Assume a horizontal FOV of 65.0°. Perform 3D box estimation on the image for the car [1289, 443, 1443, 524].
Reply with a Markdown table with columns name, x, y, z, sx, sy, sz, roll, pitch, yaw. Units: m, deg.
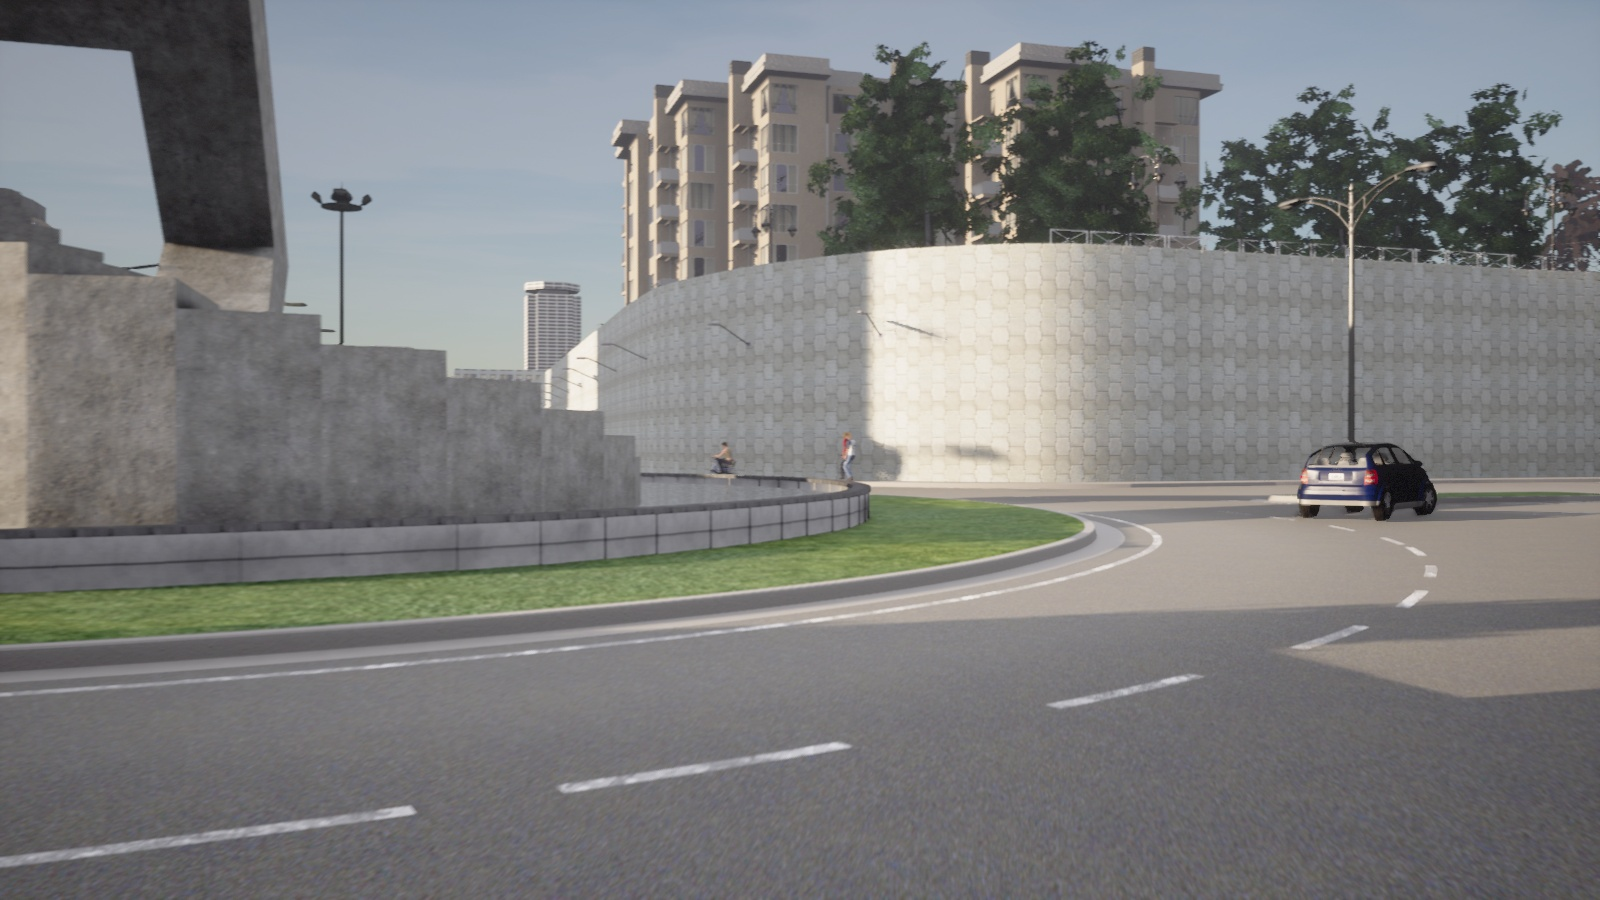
| name | x | y | z | sx | sy | sz | roll | pitch | yaw |
| --- | --- | --- | --- | --- | --- | --- | --- | --- | --- |
| car | 11.864 | 0.644 | 26.215 | 1.789 | 1.549 | 3.705 | 0 | 0 | 44 |

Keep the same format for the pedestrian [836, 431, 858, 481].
| name | x | y | z | sx | sy | sz | roll | pitch | yaw |
| --- | --- | --- | --- | --- | --- | --- | --- | --- | --- |
| pedestrian | 1.729 | 0.224 | 46.106 | 0.706 | 1.836 | 0.354 | 0 | 0 | 32 |

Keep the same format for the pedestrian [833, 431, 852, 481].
| name | x | y | z | sx | sy | sz | roll | pitch | yaw |
| --- | --- | --- | --- | --- | --- | --- | --- | --- | --- |
| pedestrian | 1.582 | 0.221 | 46.763 | 0.636 | 1.846 | 0.331 | 0 | 0 | 35 |
